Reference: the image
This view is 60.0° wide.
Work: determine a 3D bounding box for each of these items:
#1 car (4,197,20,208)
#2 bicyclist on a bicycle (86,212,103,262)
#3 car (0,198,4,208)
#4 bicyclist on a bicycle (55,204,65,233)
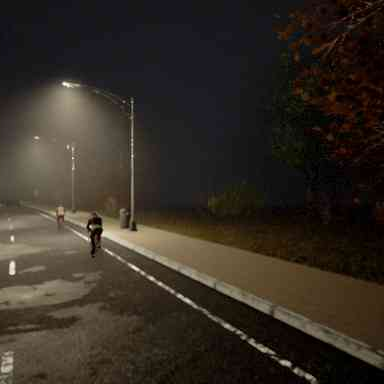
[{"bbox_3d":[-29.616,1.794,54.950,1.837,1.490,4.892,0,0,-32],"label":"car"},{"bbox_3d":[-3.322,1.505,11.419,0.582,1.620,1.656,0,0,-28],"label":"bicyclist on a bicycle"},{"bbox_3d":[-20.105,1.667,33.100,1.882,1.535,5.008,0,0,-30],"label":"car"},{"bbox_3d":[-7.659,1.549,19.403,0.582,1.620,1.656,0,0,-29],"label":"bicyclist on a bicycle"}]
